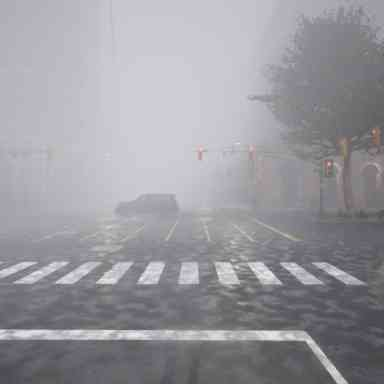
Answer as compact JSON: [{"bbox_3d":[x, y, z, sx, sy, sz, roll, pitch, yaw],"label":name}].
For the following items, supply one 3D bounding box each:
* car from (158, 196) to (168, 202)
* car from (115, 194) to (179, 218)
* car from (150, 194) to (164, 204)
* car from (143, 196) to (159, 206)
[{"bbox_3d":[-6.465,1.595,74.480,1.895,1.301,4.718,0,0,1],"label":"car"},{"bbox_3d":[-3.917,1.221,29.456,5.566,2.045,2.150,0,0,0],"label":"car"},{"bbox_3d":[-6.674,1.352,64.256,2.097,1.767,4.553,0,0,1],"label":"car"},{"bbox_3d":[-6.759,1.478,55.190,1.882,1.535,5.008,0,0,1],"label":"car"}]
